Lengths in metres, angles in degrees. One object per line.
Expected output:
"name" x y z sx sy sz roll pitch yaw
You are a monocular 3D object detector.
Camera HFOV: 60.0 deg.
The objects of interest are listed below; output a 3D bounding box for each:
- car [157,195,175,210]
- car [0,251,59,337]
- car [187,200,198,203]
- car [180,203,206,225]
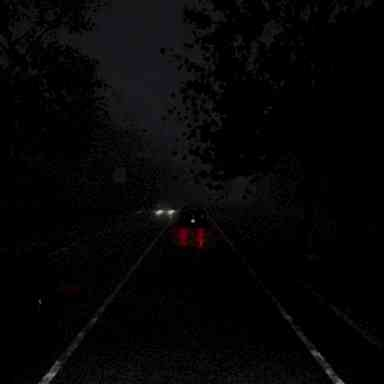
"car" -3.627 1.493 47.639 2.150 2.045 5.566 0 -1 0
"car" -3.606 1.573 4.439 2.033 1.411 5.357 0 0 0
"car" 0.046 1.768 42.997 1.812 1.442 4.674 0 -1 0
"car" 0.068 1.744 25.356 1.895 1.301 4.718 0 0 0
